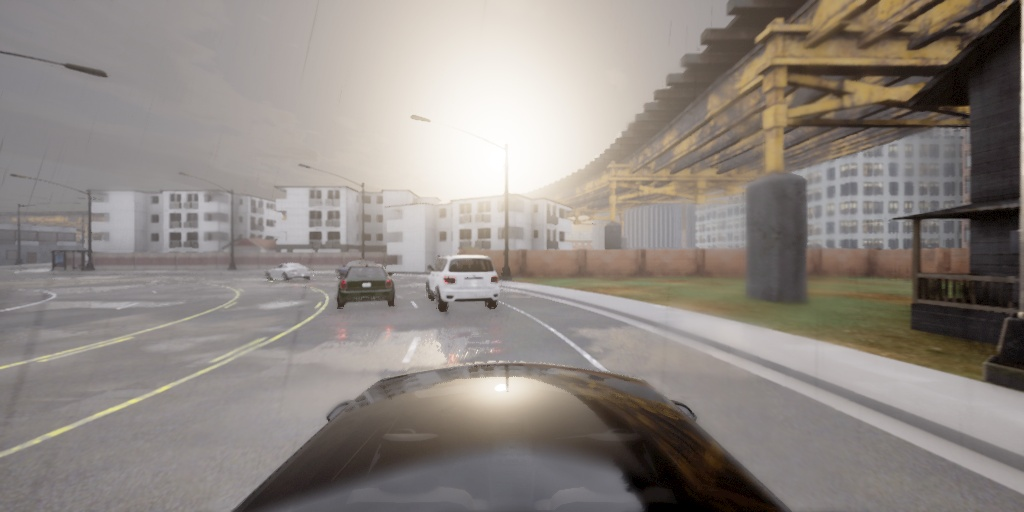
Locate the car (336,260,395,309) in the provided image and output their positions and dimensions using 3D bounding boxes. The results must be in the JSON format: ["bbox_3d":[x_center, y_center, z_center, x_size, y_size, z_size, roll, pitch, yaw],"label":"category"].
[{"bbox_3d":[-6.275,1.111,15.493,2.097,1.767,4.553,0,0,-22],"label":"car"}]

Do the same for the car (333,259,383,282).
[{"bbox_3d":[-12.902,1.120,29.988,4.553,1.767,2.097,0,0,42],"label":"car"}]

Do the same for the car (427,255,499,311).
[{"bbox_3d":[-2.172,0.975,14.782,2.150,2.045,5.566,0,0,-19],"label":"car"}]

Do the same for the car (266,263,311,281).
[{"bbox_3d":[-18.642,1.305,29.934,4.674,1.442,1.812,0,0,33],"label":"car"}]
